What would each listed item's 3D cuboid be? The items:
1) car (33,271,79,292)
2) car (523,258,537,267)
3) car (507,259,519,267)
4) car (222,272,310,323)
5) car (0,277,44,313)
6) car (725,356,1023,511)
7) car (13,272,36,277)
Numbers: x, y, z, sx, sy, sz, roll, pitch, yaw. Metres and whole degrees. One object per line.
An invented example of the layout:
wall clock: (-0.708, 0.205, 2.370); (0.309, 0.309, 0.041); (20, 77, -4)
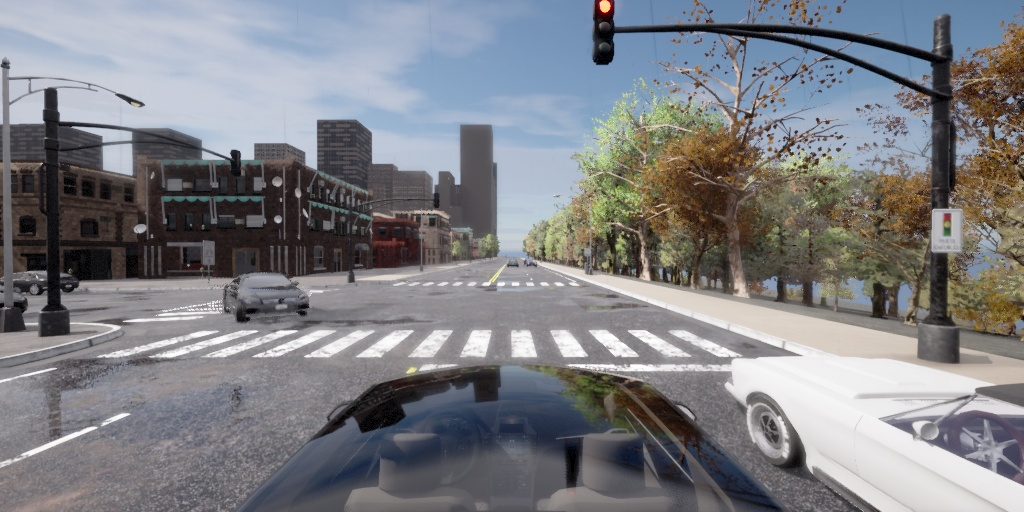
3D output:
car: (-28.260, 1.560, 21.096); (4.403, 1.370, 2.007); (0, 0, 0)
car: (3.417, 1.327, 63.712); (1.895, 1.301, 4.718); (0, 0, 0)
car: (0.155, 1.290, 63.434); (1.994, 1.385, 4.181); (0, 0, 1)
car: (-8.535, 1.288, 12.301); (4.674, 1.442, 1.812); (-1, -1, 44)
car: (-19.936, 1.565, 12.575); (4.313, 1.339, 1.948); (0, 0, 0)
car: (3.350, 1.351, 1.927); (1.895, 1.301, 4.718); (0, 0, 0)
car: (-23.860, 1.581, 15.292); (4.181, 1.385, 1.994); (-1, 1, 0)
